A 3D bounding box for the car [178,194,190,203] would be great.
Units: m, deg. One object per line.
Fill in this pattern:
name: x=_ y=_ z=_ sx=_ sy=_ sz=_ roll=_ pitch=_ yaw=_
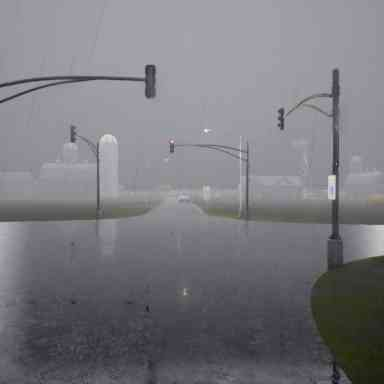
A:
car: x=-1.525 y=1.592 z=69.921 sx=1.812 sy=1.442 sz=4.674 roll=0 pitch=0 yaw=-3
